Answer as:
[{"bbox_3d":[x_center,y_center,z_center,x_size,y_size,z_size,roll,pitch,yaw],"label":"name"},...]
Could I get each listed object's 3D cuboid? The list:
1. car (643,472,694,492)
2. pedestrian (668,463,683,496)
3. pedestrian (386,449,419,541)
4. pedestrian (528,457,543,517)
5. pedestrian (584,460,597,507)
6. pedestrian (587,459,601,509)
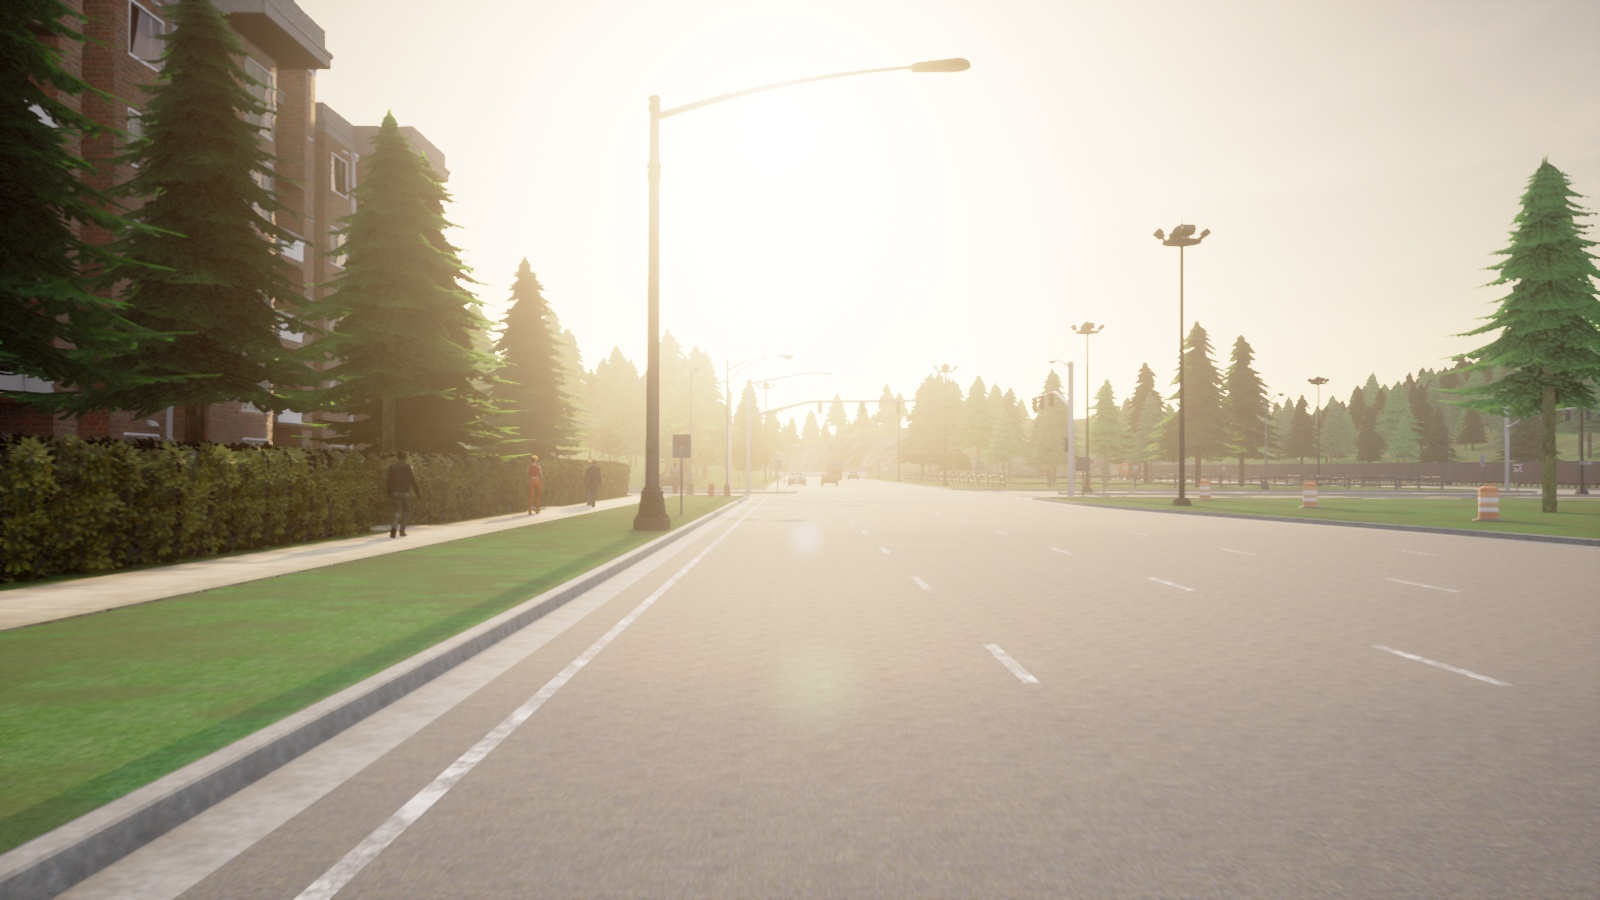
[{"bbox_3d":[-10.023,2.441,96.008,3.705,1.549,1.789,0,-1,0],"label":"car"},{"bbox_3d":[-7.224,1.701,72.783,0.874,1.855,0.900,0,-1,-5],"label":"pedestrian"},{"bbox_3d":[-8.045,0.902,25.437,0.431,1.840,0.703,0,-1,1],"label":"pedestrian"},{"bbox_3d":[-8.166,1.125,38.768,0.345,1.836,0.594,0,-1,0],"label":"pedestrian"},{"bbox_3d":[-8.152,1.294,48.884,0.354,1.836,0.706,0,-1,0],"label":"pedestrian"},{"bbox_3d":[-7.644,1.256,46.709,0.402,1.842,0.726,0,-1,0],"label":"pedestrian"}]
